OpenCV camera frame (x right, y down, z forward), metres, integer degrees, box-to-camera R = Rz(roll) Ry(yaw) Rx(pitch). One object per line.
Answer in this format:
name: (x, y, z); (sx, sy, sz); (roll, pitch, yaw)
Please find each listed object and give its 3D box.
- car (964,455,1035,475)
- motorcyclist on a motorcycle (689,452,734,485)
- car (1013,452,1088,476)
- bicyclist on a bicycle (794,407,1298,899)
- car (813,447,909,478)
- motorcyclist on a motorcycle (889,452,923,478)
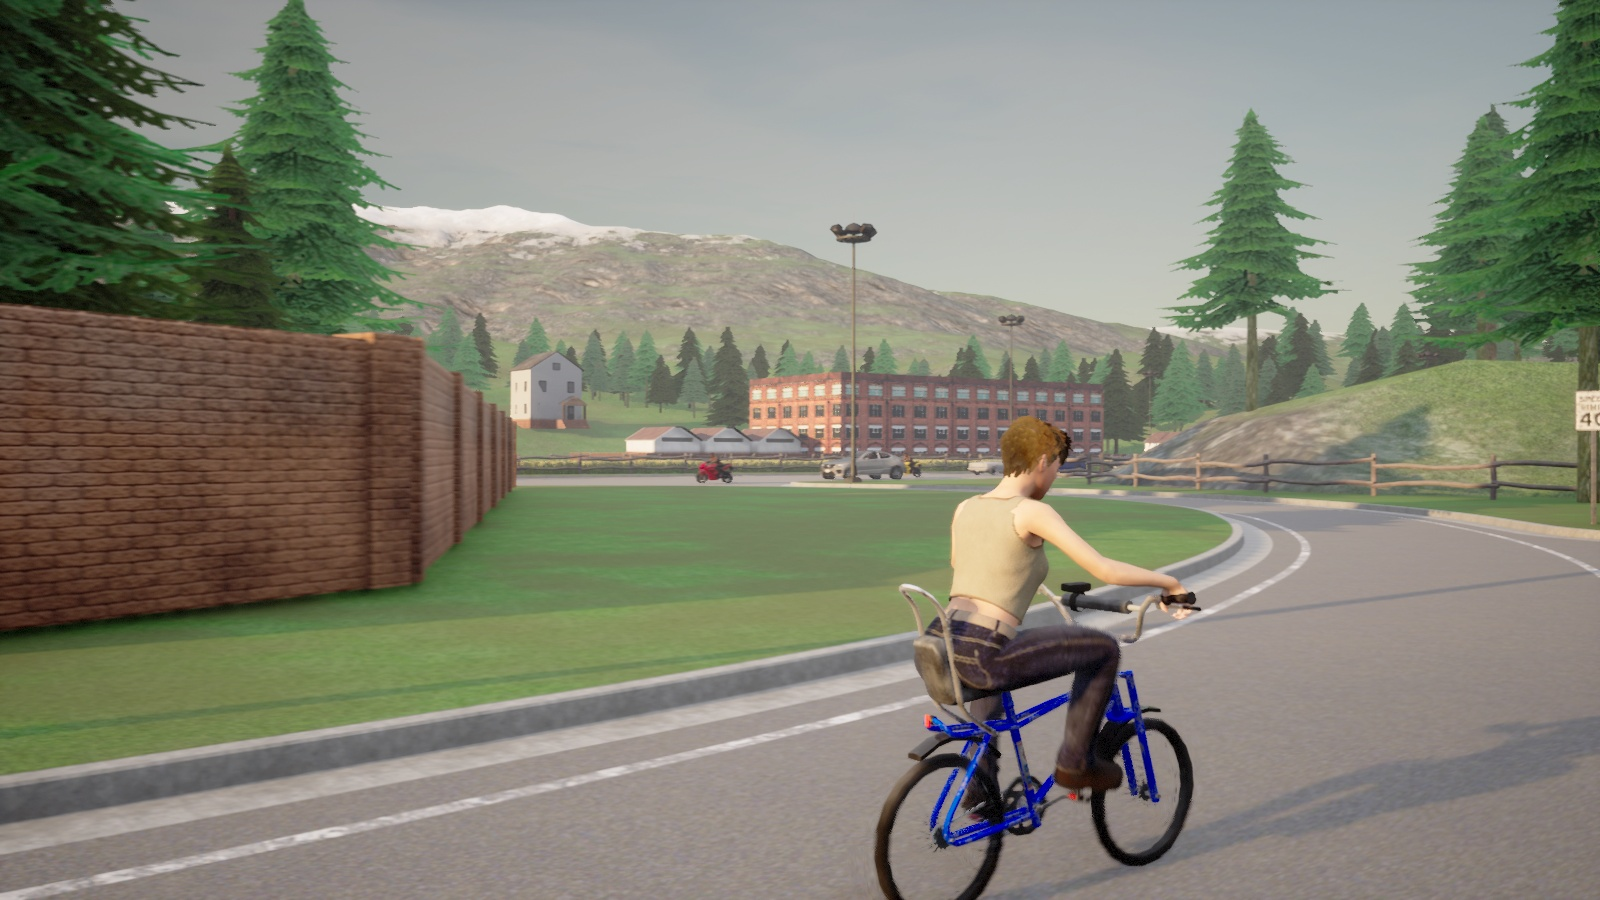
car: (13.545, 1.025, 85.034); (4.718, 1.301, 1.895); (0, 0, -35)
motorcyclist on a motorcycle: (-4.219, 0.883, 59.974); (2.044, 1.523, 0.797); (0, 0, -35)
car: (16.542, 0.891, 82.850); (5.008, 1.535, 1.882); (0, 0, -35)
bicyclist on a bicycle: (0.847, 0.690, 4.254); (1.509, 1.612, 0.866); (0, 0, -35)
car: (3.411, 0.687, 69.518); (5.027, 1.651, 2.152); (0, 0, -35)
motorcyclist on a motorcycle: (6.402, 0.899, 75.839); (2.044, 1.523, 0.797); (0, 0, -35)
